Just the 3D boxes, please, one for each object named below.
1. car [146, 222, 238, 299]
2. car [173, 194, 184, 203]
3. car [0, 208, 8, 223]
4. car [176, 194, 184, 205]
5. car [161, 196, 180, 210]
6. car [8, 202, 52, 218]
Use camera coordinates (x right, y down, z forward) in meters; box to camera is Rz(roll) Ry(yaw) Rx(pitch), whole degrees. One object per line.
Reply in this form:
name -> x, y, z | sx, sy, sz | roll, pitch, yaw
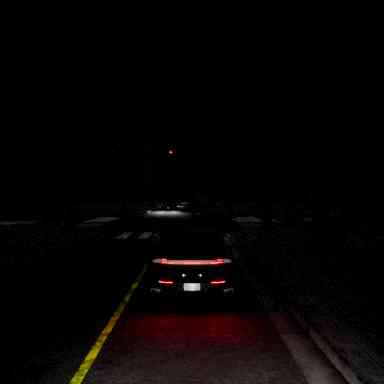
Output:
car -> 0.002, 1.492, 8.404 | 2.128, 1.511, 4.902 | 0, 0, 0
car -> -2.740, 1.292, 69.275 | 2.097, 1.767, 4.553 | 0, 0, 0
car -> -14.766, 1.539, 21.554 | 4.313, 1.339, 1.947 | 0, 0, 0
car -> -2.835, 1.505, 54.667 | 2.033, 1.411, 5.357 | 0, 0, 0
car -> -2.841, 1.576, 41.706 | 1.895, 1.301, 4.718 | 0, 0, 0
car -> -14.760, 1.580, 29.581 | 4.313, 1.339, 1.947 | 0, 0, 0
